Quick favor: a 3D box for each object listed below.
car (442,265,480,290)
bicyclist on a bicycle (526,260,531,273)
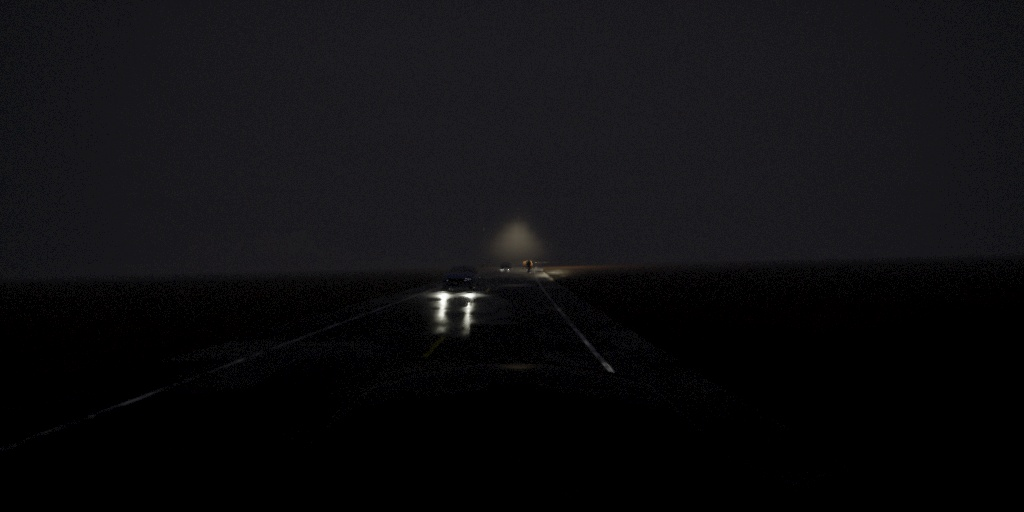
[{"bbox_3d":[-3.299,1.363,23.925,1.882,1.535,5.008,0,0,2],"label":"car"},{"bbox_3d":[2.122,1.403,46.312,0.659,1.776,1.843,0,0,3],"label":"bicyclist on a bicycle"}]
